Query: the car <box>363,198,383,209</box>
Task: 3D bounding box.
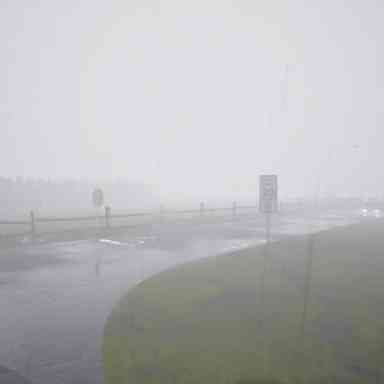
[{"bbox_3d":[24.251,1.476,43.815,1.895,1.301,4.718,1,1,44],"label":"car"}]
